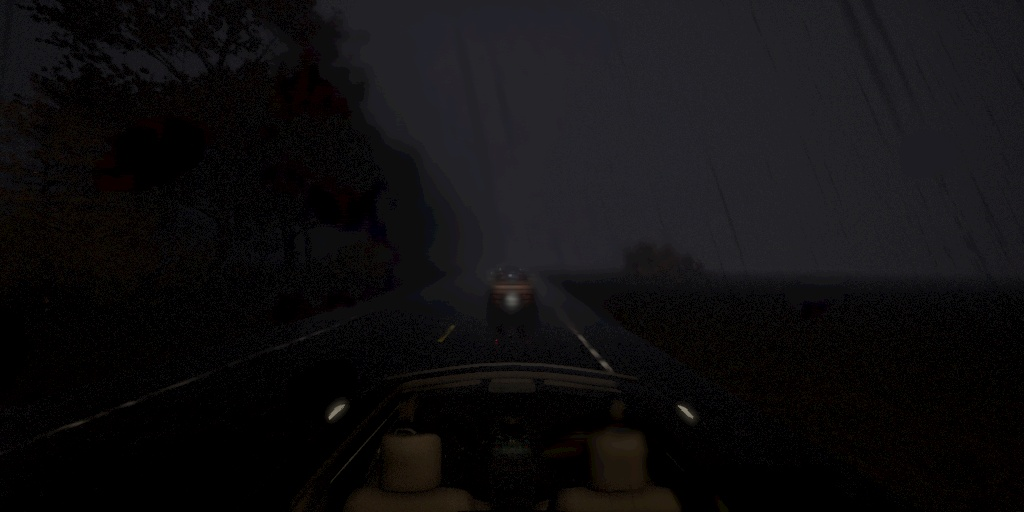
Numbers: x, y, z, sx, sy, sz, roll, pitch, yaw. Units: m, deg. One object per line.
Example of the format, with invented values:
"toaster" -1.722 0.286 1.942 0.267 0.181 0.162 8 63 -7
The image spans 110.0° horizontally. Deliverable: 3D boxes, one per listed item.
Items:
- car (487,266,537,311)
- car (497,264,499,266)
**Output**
"car" 0.023 1.378 15.352 2.128 1.511 4.902 0 0 1
"car" 0.025 1.596 30.402 1.994 1.385 4.181 0 0 1
